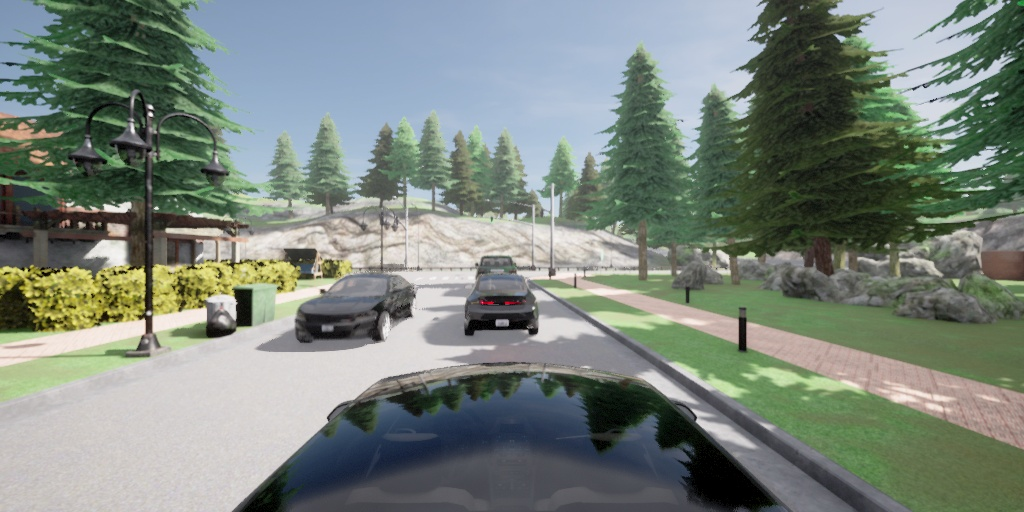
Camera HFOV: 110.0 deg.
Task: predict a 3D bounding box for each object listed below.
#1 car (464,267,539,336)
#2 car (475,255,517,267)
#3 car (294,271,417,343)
[{"bbox_3d":[-0.332,1.246,10.424,1.837,1.490,4.892,0,0,-3],"label":"car"},{"bbox_3d":[-0.896,0.953,20.088,2.150,2.045,5.566,0,0,-4],"label":"car"},{"bbox_3d":[-3.941,1.219,9.876,1.882,1.535,5.008,0,0,-3],"label":"car"}]
